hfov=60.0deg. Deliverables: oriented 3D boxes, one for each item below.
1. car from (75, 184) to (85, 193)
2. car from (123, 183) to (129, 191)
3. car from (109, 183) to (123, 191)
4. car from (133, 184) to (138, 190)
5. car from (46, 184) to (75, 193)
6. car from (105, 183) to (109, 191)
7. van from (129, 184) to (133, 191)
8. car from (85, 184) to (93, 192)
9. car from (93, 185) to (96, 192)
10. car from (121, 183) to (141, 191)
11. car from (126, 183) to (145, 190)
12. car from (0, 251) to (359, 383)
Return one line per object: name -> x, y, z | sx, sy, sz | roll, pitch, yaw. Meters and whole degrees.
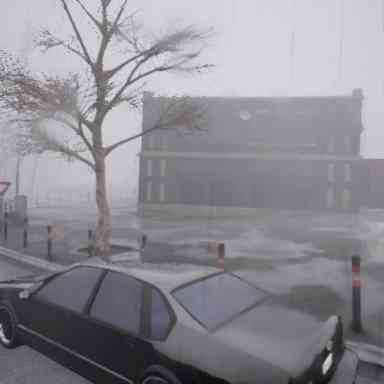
car -> -24.166, -0.645, 64.947 | 5.008, 1.535, 2.097 | 2, 2, 19
car -> -18.691, -1.028, 80.559 | 5.366, 1.575, 1.946 | 2, 2, 19
car -> -19.768, -1.217, 78.006 | 5.566, 2.045, 2.435 | 2, 2, 19
car -> -17.107, -1.167, 85.843 | 5.008, 1.535, 2.097 | 2, 2, 19
car -> -25.011, -0.713, 62.315 | 4.553, 1.767, 2.185 | 2, 2, 19
car -> -21.519, -0.829, 72.786 | 4.892, 1.521, 2.231 | 2, 2, 19
van -> -17.867, -1.321, 83.184 | 4.442, 1.987, 1.878 | 2, 2, 19
car -> -23.278, -0.666, 67.557 | 4.674, 1.452, 2.002 | 2, 2, 19
car -> -22.364, -0.891, 70.154 | 4.553, 1.767, 2.185 | 2, 2, 19
car -> -16.245, -1.360, 88.458 | 4.553, 1.767, 2.185 | 2, 2, 19
car -> -15.363, -1.425, 91.069 | 4.553, 1.767, 2.185 | 2, 2, 19
car -> -0.807, 1.552, 4.465 | 5.357, 1.411, 2.033 | 0, 0, 37
